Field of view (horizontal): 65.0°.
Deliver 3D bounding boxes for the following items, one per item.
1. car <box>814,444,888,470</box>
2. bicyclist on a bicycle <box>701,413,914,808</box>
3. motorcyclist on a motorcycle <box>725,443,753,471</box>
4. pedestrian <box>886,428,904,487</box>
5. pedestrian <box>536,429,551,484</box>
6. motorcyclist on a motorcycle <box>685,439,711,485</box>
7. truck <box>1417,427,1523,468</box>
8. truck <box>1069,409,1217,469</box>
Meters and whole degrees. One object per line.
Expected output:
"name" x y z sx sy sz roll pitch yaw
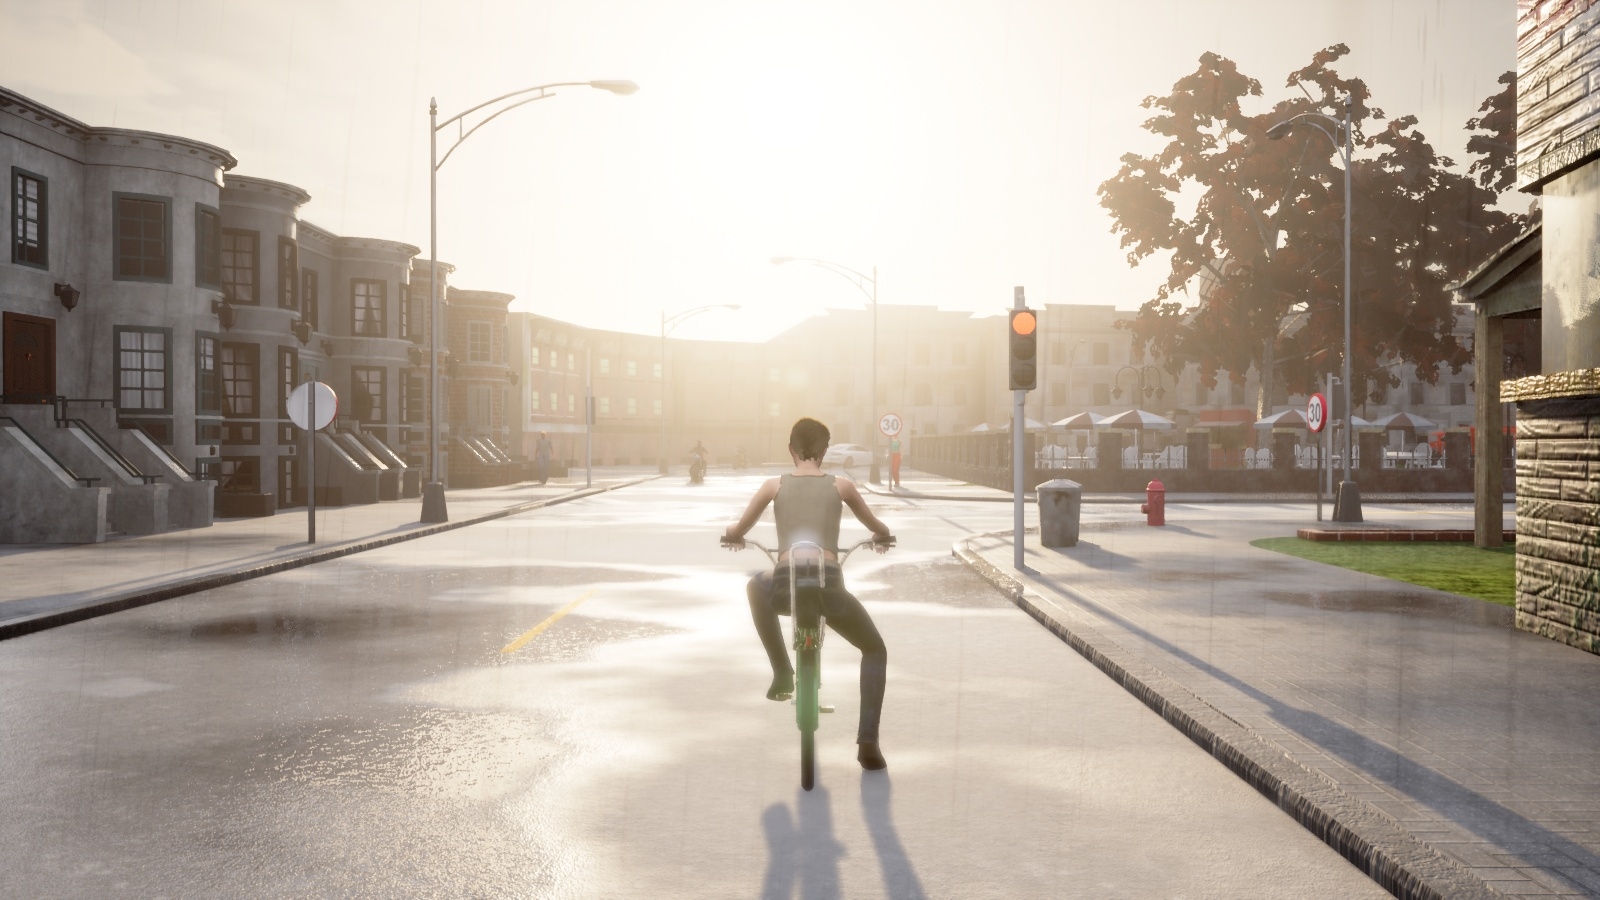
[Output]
"car" 2.972 0.368 72.379 1.812 1.442 4.674 0 0 40
"bicyclist on a bicycle" 0.037 0.650 5.875 0.866 1.612 1.509 0 0 0
"motorcyclist on a motorcycle" -3.357 0.388 69.430 0.866 1.530 2.191 1 1 15
"pedestrian" 2.962 0.236 39.074 0.345 1.836 0.594 0 0 28
"pedestrian" -8.632 0.208 42.294 0.354 1.836 0.706 0 0 2
"motorcyclist on a motorcycle" -3.778 0.429 46.842 0.766 1.649 2.350 0 0 0
"truck" 41.485 -0.146 77.847 5.204 2.467 2.627 0 0 0
"truck" 20.119 -0.637 73.920 7.936 3.462 2.891 0 0 1
